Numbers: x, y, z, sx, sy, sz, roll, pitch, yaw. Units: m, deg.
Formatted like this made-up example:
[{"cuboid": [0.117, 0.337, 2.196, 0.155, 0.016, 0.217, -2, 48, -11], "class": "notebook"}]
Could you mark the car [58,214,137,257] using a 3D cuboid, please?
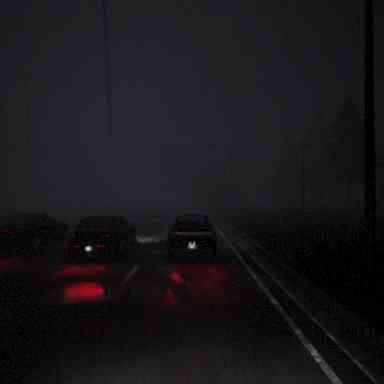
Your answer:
[{"cuboid": [-3.486, 1.664, 13.657, 1.837, 1.490, 4.892, 0, 0, 0], "class": "car"}]

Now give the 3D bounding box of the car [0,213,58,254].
[{"cuboid": [-6.979, 1.643, 14.401, 1.882, 1.535, 5.008, 0, 0, 0], "class": "car"}]

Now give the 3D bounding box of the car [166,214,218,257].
[{"cuboid": [0.014, 1.650, 13.658, 2.128, 1.511, 4.902, 0, -1, 0], "class": "car"}]
